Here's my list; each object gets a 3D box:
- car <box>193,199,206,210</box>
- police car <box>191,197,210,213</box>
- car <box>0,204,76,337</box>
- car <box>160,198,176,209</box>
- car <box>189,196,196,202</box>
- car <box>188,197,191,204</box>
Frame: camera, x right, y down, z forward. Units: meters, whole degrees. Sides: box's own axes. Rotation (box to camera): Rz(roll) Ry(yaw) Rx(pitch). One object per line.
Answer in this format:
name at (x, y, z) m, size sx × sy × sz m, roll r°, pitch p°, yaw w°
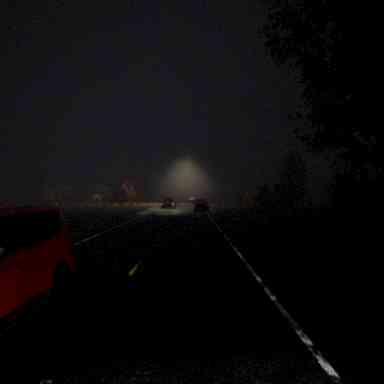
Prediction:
car at (1.116, 1.812, 50.168) m, size 1.837 × 1.490 × 4.892 m, roll 0°, pitch 0°, yaw 0°
police car at (1.104, 1.681, 40.277) m, size 1.930 × 1.638 × 5.238 m, roll 0°, pitch 0°, yaw 0°
car at (-3.593, 1.257, 5.026) m, size 2.150 × 2.045 × 5.566 m, roll 0°, pitch 0°, yaw 0°
car at (-3.508, 1.655, 49.701) m, size 2.097 × 1.767 × 4.553 m, roll 0°, pitch 0°, yaw 0°
car at (0.112, 1.956, 91.009) m, size 1.812 × 1.442 × 4.674 m, roll 0°, pitch 0°, yaw 0°
car at (0.099, 1.791, 74.539) m, size 2.128 × 1.511 × 4.902 m, roll 0°, pitch 0°, yaw 0°
